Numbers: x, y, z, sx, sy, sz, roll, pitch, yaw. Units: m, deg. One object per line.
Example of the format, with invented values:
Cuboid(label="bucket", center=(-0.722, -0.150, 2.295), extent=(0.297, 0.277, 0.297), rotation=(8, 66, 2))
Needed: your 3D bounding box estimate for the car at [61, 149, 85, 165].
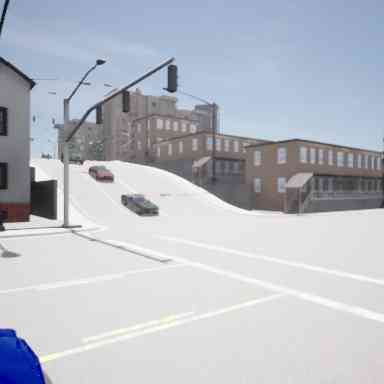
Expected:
Cuboid(label="car", center=(-17.302, -5.138, 48.108), extent=(2.150, 2.045, 5.566), rotation=(0, 8, -35))

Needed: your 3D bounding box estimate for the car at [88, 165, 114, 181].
Cuboid(label="car", center=(-10.562, -2.303, 38.733), extent=(1.994, 1.385, 4.181), rotation=(0, 17, -36))

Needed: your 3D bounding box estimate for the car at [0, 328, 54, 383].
Cuboid(label="car", center=(-3.124, 1.600, 1.543), extent=(4.718, 1.301, 1.895), rotation=(0, 0, -35))

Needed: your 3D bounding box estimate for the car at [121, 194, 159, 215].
Cuboid(label="car", center=(-4.888, 1.010, 31.067), extent=(1.895, 1.301, 4.718), rotation=(0, 15, -36))
